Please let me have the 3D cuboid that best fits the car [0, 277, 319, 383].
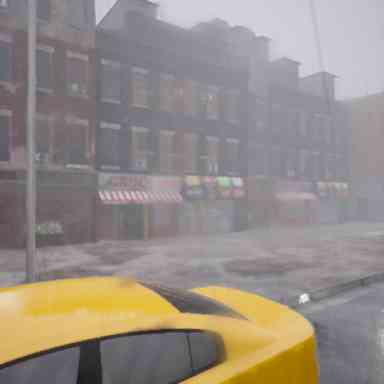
[{"bbox_3d":[-1.213,1.468,2.227,5.008,1.535,1.882,0,0,-36],"label":"car"}]
